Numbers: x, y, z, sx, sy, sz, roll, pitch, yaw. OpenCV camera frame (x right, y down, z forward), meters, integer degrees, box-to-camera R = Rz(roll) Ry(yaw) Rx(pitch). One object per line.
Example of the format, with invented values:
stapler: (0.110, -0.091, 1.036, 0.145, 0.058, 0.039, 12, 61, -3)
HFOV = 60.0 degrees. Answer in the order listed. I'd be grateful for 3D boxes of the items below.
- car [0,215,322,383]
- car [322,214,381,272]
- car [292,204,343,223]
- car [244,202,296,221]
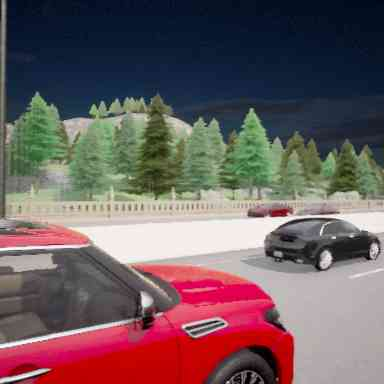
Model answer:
car: (-1.623, 1.222, 2.622, 5.566, 2.045, 2.150, 1, -1, -35)
car: (4.522, 1.623, 11.276, 4.892, 1.490, 1.837, 1, 0, -36)
car: (11.034, 1.826, 29.093, 4.674, 1.442, 1.812, 1, 0, -36)
car: (7.259, 1.753, 30.697, 5.008, 1.535, 1.882, 1, 0, -36)
